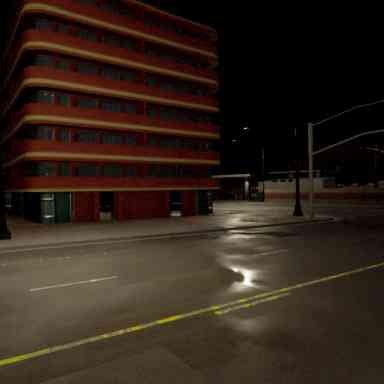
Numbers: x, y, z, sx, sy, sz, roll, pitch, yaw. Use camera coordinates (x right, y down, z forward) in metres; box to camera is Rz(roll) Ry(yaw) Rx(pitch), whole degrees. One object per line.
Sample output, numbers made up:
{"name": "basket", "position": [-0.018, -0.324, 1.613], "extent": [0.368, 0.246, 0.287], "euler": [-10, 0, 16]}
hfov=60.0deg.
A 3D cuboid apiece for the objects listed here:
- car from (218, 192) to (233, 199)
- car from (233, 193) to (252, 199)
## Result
{"name": "car", "position": [8.965, 0.933, 86.202], "extent": [4.611, 1.667, 2.242], "euler": [-1, 1, -35]}
{"name": "car", "position": [12.936, 1.065, 81.980], "extent": [3.806, 1.475, 1.970], "euler": [-1, 1, -35]}
